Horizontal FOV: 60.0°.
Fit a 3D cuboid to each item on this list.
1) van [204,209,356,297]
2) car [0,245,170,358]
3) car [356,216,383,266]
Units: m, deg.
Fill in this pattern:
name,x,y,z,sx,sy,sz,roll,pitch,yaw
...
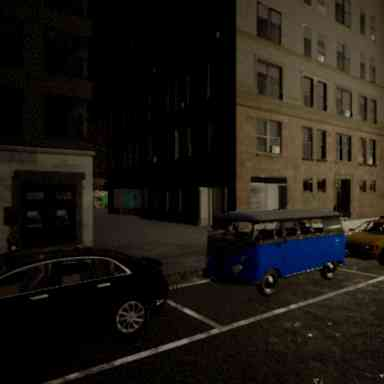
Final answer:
name,x,y,z,sx,sy,sz,roll,pitch,yaw
van,2.171,1.351,8.346,3.998,1.788,1.690,0,0,-36
car,-2.426,1.560,5.030,4.403,1.369,2.008,0,0,-36
car,6.632,1.533,11.562,4.829,1.417,1.752,0,0,-36
